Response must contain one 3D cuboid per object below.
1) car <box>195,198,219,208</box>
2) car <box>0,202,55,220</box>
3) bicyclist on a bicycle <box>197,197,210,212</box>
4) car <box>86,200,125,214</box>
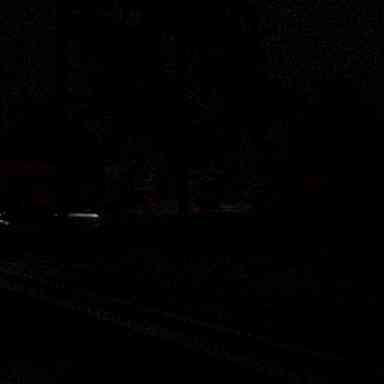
[{"bbox_3d":[2.458,1.648,50.600,1.882,1.535,5.008,0,0,34],"label":"car"},{"bbox_3d":[-15.245,1.696,30.940,1.837,1.490,4.892,0,0,34],"label":"car"},{"bbox_3d":[1.274,1.350,36.700,1.656,1.620,0.582,0,0,34],"label":"bicyclist on a bicycle"},{"bbox_3d":[-9.975,1.697,38.741,1.837,1.490,4.892,0,0,34],"label":"car"}]
